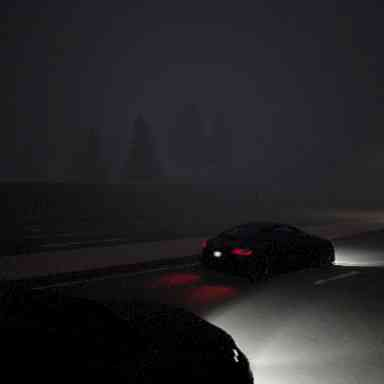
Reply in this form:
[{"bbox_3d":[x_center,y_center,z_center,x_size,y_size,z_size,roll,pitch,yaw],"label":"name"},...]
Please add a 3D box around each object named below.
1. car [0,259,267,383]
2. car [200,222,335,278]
[{"bbox_3d":[-1.459,1.563,2.715,4.181,1.385,1.994,0,0,-35],"label":"car"},{"bbox_3d":[2.276,1.563,9.669,4.181,1.385,1.994,0,0,-35],"label":"car"}]
